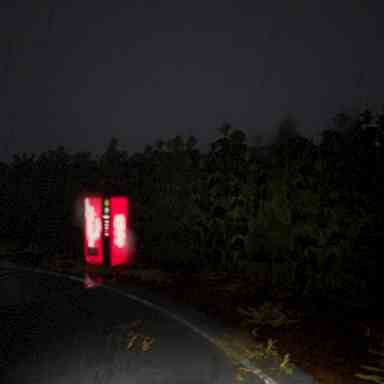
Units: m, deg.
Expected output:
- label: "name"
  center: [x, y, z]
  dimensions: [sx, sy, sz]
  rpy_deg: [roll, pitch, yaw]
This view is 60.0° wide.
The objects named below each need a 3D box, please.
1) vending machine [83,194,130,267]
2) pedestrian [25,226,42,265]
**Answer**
- label: "vending machine"
  center: [-2.637, 1.121, 10.342]
  dimensions: [0.880, 2.100, 1.100]
  rpy_deg: [0, 1, 32]
- label: "pedestrian"
  center: [-4.730, 1.244, 10.036]
  dimensions: [0.375, 1.860, 0.375]
  rpy_deg: [0, 1, 25]
